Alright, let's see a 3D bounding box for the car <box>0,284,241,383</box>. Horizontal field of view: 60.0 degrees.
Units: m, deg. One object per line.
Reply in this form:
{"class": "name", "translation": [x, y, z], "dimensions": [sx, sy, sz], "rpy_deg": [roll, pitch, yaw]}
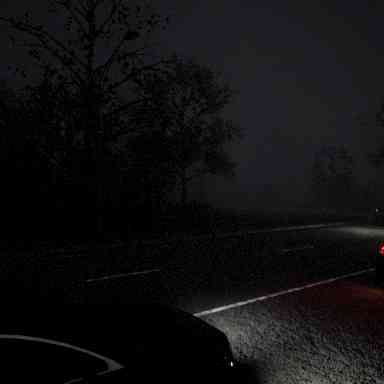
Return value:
{"class": "car", "translation": [-1.784, 1.505, 2.442], "dimensions": [4.892, 1.490, 1.837], "rpy_deg": [0, 0, -36]}

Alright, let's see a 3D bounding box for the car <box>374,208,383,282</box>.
{"class": "car", "translation": [6.669, 1.352, 8.374], "dimensions": [4.553, 1.767, 2.097], "rpy_deg": [0, 0, -35]}

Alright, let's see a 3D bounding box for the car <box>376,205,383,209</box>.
{"class": "car", "translation": [14.686, 1.222, 22.625], "dimensions": [5.566, 2.045, 2.150], "rpy_deg": [0, 0, -34]}
